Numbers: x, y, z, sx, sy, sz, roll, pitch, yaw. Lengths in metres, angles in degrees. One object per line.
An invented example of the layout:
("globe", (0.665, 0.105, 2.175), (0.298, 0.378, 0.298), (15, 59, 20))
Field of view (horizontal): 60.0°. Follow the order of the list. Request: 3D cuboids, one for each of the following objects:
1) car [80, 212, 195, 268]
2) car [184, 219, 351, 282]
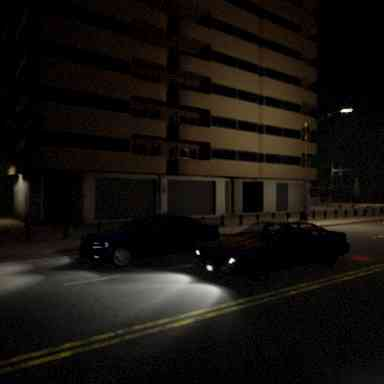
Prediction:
("car", (-1.290, 1.497, 11.608), (5.008, 1.535, 1.882), (0, 0, -35))
("car", (2.632, 1.574, 10.081), (5.357, 1.411, 2.033), (0, 0, -35))
